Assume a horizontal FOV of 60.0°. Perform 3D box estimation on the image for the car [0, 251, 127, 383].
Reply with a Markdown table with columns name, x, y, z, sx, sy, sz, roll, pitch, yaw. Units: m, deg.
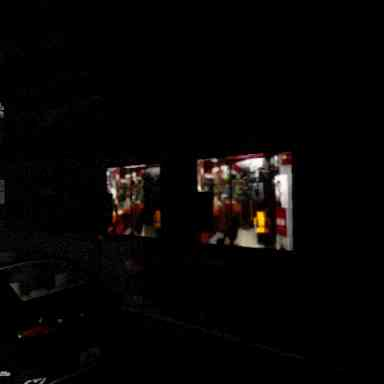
| name | x | y | z | sx | sy | sz | roll | pitch | yaw |
| --- | --- | --- | --- | --- | --- | --- | --- | --- | --- |
| car | -2.891 | 1.564 | 4.953 | 4.403 | 1.369 | 2.008 | 0 | -1 | 36 |
